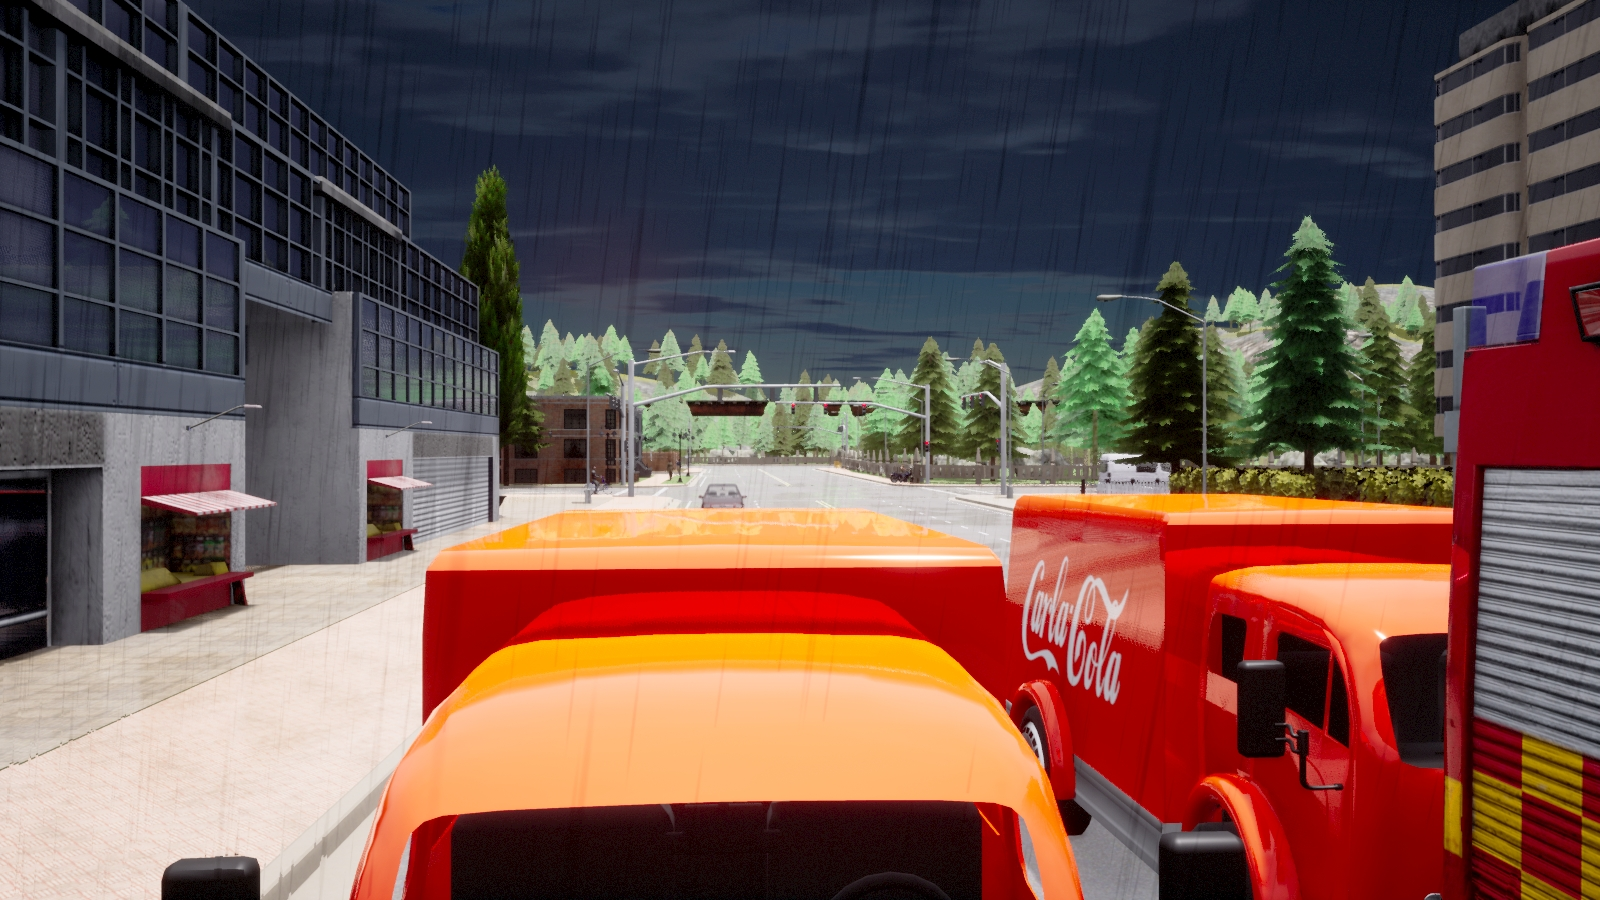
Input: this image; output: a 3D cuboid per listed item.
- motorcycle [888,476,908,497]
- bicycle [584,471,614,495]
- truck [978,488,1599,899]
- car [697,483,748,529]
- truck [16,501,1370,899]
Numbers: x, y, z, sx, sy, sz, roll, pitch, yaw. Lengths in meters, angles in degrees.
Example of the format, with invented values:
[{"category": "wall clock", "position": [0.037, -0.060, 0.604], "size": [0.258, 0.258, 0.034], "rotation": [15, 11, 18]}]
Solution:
[{"category": "motorcycle", "position": [5.944, 2.205, 69.519], "size": [0.867, 1.251, 2.209], "rotation": [0, 0, -4]}, {"category": "bicycle", "position": [-12.531, 2.060, 71.198], "size": [1.835, 1.471, 0.329], "rotation": [0, 0, -11]}, {"category": "truck", "position": [3.003, 1.568, 7.234], "size": [2.627, 2.467, 5.204], "rotation": [0, 0, -4]}, {"category": "car", "position": [-2.854, 2.026, 42.140], "size": [1.789, 1.549, 3.705], "rotation": [0, 0, -4]}, {"category": "truck", "position": [-0.347, 1.568, 4.821], "size": [2.627, 2.467, 5.204], "rotation": [0, 0, -4]}]
